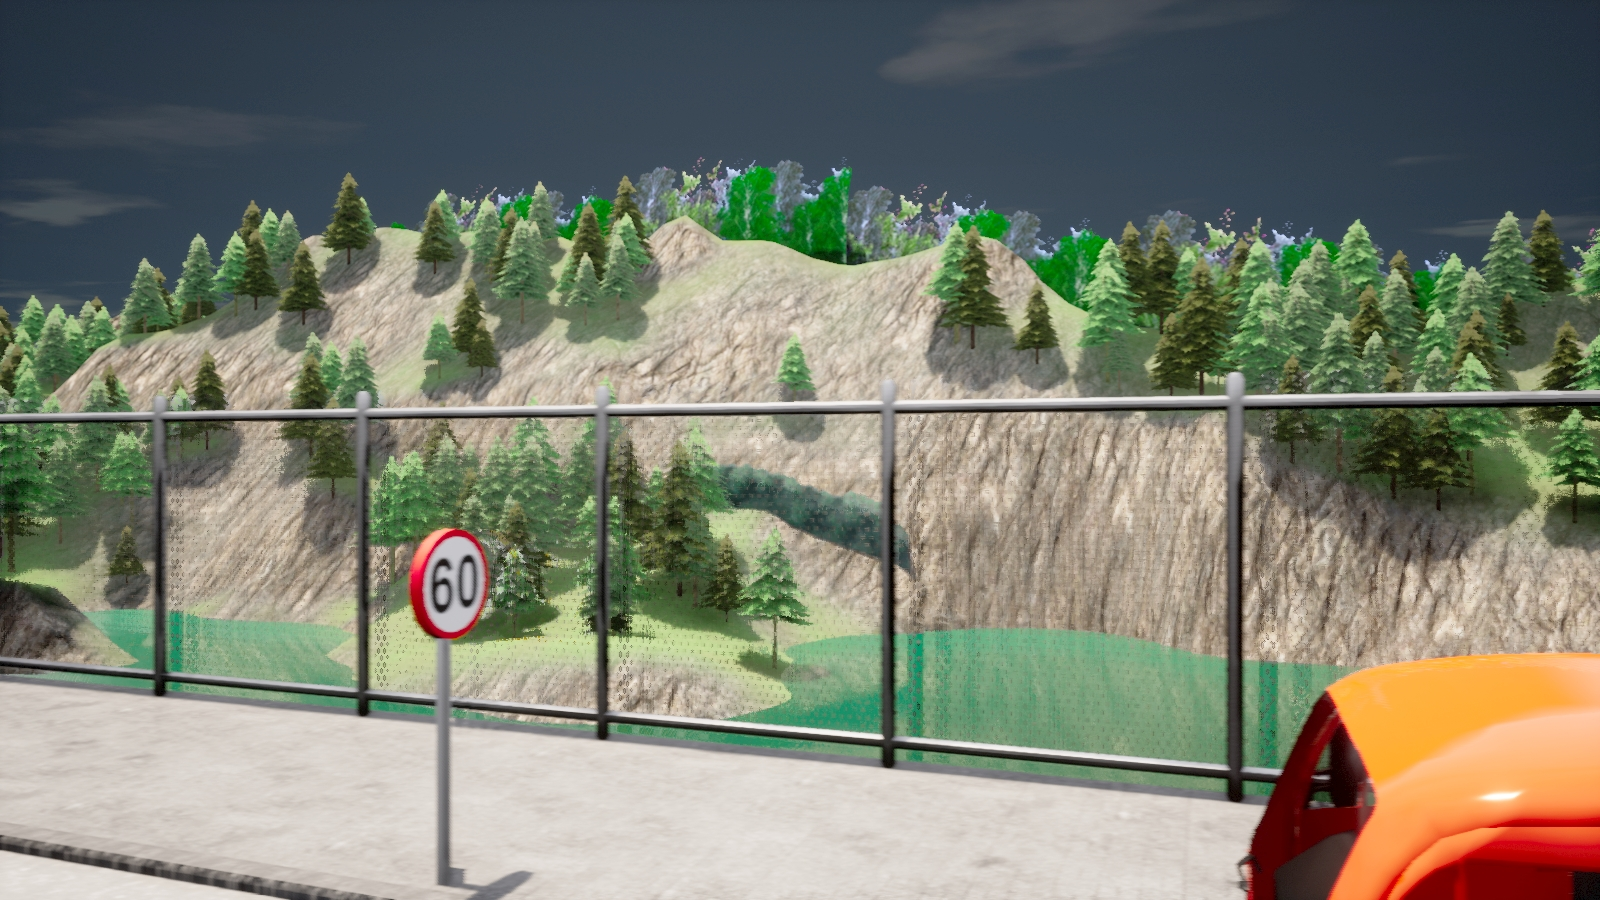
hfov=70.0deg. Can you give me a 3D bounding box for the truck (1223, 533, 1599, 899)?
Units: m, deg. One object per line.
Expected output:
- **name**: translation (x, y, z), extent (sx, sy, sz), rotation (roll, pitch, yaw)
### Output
- **truck**: translation (3.703, 1.568, 2.484), extent (5.204, 2.467, 2.627), rotation (0, 0, 20)
